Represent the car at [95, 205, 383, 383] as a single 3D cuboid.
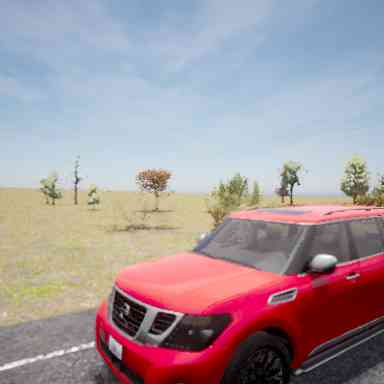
[{"bbox_3d":[1.471,1.252,5.005,5.566,2.045,2.150,0,0,-35],"label":"car"}]
